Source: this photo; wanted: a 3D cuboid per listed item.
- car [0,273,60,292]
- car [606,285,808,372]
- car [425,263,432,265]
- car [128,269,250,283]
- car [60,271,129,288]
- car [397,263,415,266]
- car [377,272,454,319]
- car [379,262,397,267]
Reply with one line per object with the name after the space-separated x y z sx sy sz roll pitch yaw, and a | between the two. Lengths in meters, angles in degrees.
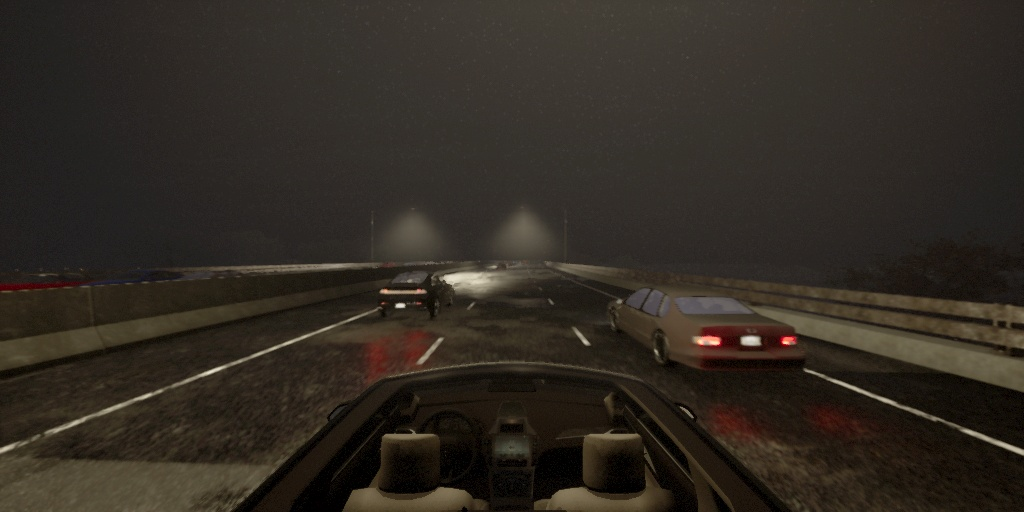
-21.039 1.429 16.186 1.895 1.301 4.718 0 0 1 | car
3.609 1.347 7.926 2.033 1.411 5.357 0 0 0 | car
-13.134 1.754 58.247 1.994 1.385 4.181 0 -1 2 | car
-14.037 1.390 16.841 2.033 1.411 5.357 0 0 1 | car
-17.529 1.365 17.047 1.812 1.442 4.674 0 0 1 | car
-16.632 1.749 58.372 1.994 1.385 4.181 0 -1 2 | car
-3.363 1.321 13.275 2.128 1.511 4.902 0 0 0 | car
-20.125 1.707 58.463 1.812 1.442 4.674 0 -1 2 | car
